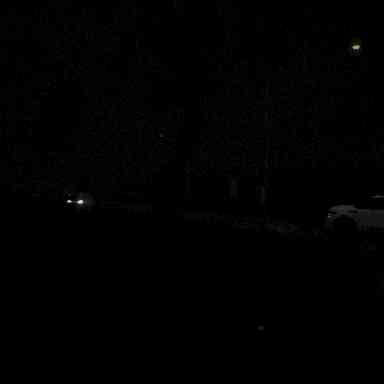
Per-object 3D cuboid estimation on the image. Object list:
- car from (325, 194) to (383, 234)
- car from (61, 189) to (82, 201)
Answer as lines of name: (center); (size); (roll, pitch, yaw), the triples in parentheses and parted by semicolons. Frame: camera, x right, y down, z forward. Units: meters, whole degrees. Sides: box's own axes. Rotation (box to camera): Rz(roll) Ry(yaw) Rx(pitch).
car: (9.437, 1.106, 16.015); (5.566, 2.045, 2.150); (1, 4, 34)
car: (-18.232, 0.339, 50.332); (2.097, 1.767, 4.553); (0, 1, -35)
